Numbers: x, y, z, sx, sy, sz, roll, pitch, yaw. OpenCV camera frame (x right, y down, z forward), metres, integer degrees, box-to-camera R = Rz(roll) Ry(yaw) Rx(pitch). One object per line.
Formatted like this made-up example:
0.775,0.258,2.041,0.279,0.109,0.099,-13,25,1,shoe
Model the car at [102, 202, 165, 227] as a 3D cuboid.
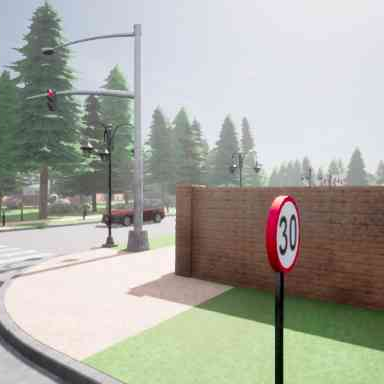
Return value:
-3.991,1.464,23.142,1.882,1.535,5.008,0,0,35,car
